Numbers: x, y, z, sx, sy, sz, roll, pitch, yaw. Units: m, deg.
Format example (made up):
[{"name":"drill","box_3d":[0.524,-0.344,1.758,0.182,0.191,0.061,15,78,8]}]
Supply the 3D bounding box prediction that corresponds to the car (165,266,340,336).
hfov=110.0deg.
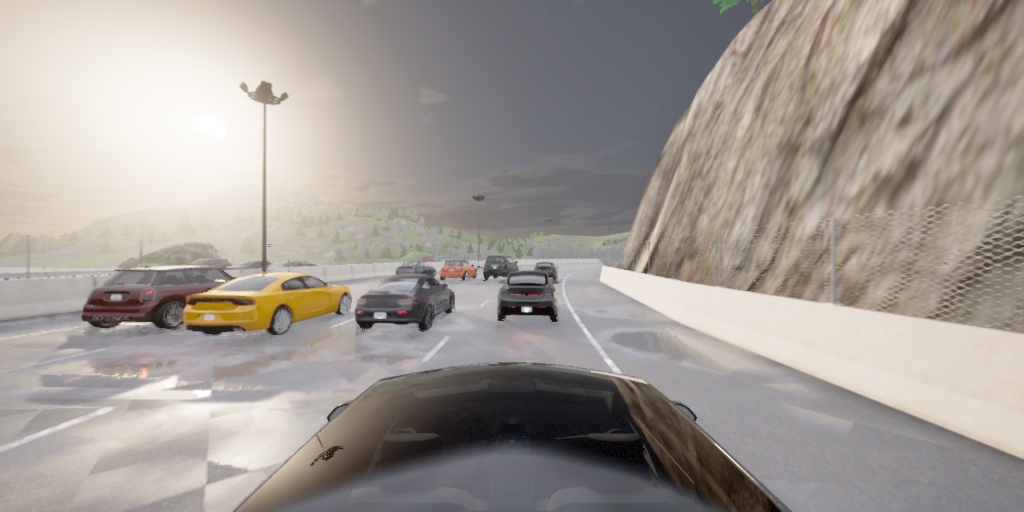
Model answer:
[{"name":"car","box_3d":[-6.573,1.212,10.413,1.882,1.535,5.008,0,0,3]}]

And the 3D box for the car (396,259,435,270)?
[{"name":"car","box_3d":[-7.901,1.223,29.838,2.128,1.511,4.902,0,0,9]}]

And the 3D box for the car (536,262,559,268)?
[{"name":"car","box_3d":[2.923,1.264,30.803,1.837,1.490,4.892,0,0,10]}]

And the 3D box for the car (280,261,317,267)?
[{"name":"car","box_3d":[-18.650,1.196,30.353,2.128,1.511,4.902,0,0,10]}]

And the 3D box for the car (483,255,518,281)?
[{"name":"car","box_3d":[-0.843,0.971,29.755,2.150,2.045,5.566,0,0,10]}]

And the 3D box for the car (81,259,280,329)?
[{"name":"car","box_3d":[-10.008,1.078,11.293,2.097,1.767,4.553,0,0,3]}]

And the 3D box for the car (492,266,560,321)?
[{"name":"car","box_3d":[0.578,1.257,12.504,1.837,1.490,4.892,0,0,4]}]

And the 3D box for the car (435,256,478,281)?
[{"name":"car","box_3d":[-4.336,1.093,29.906,2.097,1.767,4.553,0,0,9]}]

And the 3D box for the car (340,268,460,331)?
[{"name":"car","box_3d":[-3.051,1.269,10.929,1.812,1.442,4.674,0,0,3]}]
